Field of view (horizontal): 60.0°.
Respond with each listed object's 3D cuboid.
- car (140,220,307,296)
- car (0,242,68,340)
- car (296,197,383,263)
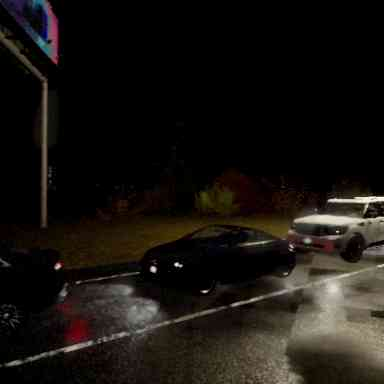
[{"bbox_3d":[0.773,1.566,8.660,4.181,1.385,1.994,0,0,-34],"label":"car"},{"bbox_3d":[-4.466,1.492,4.965,4.902,1.511,2.128,0,0,-35],"label":"car"},{"bbox_3d":[6.035,1.224,12.369,5.566,2.045,2.150,0,0,-34],"label":"car"}]
